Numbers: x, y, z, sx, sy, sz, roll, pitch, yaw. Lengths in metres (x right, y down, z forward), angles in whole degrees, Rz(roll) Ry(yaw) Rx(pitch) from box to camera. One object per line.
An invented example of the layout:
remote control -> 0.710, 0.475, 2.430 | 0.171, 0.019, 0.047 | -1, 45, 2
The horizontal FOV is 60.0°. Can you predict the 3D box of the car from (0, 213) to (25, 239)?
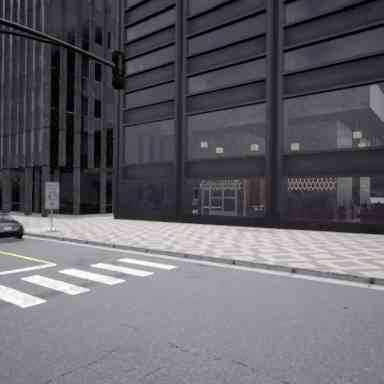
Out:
car -> -10.835, 1.833, 17.927 | 4.181, 1.385, 1.994 | -1, -1, 38
